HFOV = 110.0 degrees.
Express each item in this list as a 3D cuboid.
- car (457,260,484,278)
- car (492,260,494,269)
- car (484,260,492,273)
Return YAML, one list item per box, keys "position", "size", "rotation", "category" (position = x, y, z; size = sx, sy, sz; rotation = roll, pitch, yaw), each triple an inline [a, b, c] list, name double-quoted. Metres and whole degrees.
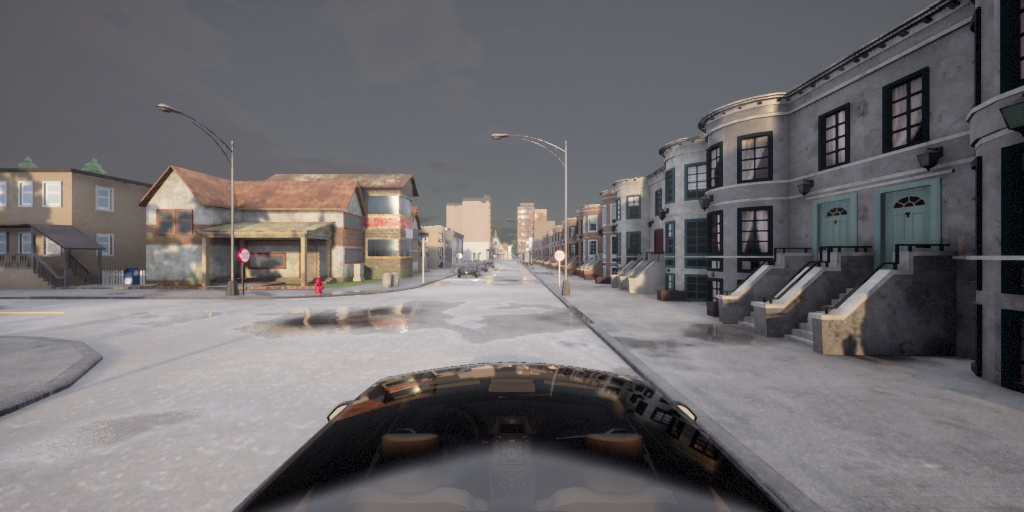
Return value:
- position: [-4.015, 1.255, 34.195]
  size: [1.837, 1.490, 4.892]
  rotation: [0, 0, 0]
  category: "car"
- position: [-3.864, 1.297, 58.777]
  size: [2.033, 1.411, 5.357]
  rotation: [0, 0, 1]
  category: "car"
- position: [-3.975, 1.241, 44.585]
  size: [2.128, 1.511, 4.902]
  rotation: [0, 0, 0]
  category: "car"
